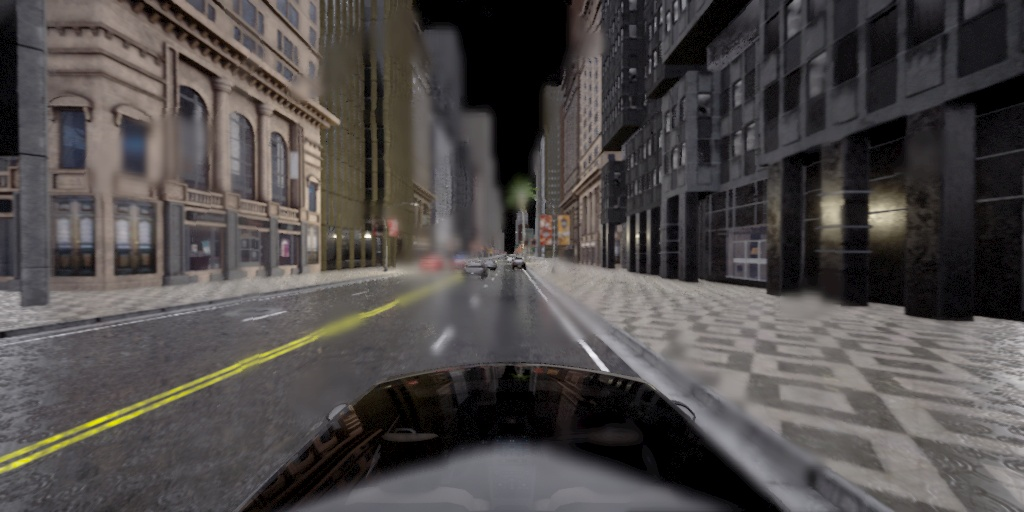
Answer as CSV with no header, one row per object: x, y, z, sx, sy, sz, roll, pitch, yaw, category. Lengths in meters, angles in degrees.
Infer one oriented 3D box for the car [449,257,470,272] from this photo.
-6.568,1.177,44.278,1.882,1.535,5.008,0,0,0,car

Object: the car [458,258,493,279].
-3.145,1.213,31.788,2.128,1.511,4.902,0,0,0,car

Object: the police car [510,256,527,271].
0.984,1.116,49.393,1.930,1.638,5.238,0,0,0,police car

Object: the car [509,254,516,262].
0.985,1.022,59.252,2.097,1.767,4.553,0,0,0,car

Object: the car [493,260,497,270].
-3.142,1.252,50.517,1.994,1.385,4.181,0,0,0,car

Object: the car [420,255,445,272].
-9.817,0.923,44.756,2.150,2.045,5.566,0,0,0,car
